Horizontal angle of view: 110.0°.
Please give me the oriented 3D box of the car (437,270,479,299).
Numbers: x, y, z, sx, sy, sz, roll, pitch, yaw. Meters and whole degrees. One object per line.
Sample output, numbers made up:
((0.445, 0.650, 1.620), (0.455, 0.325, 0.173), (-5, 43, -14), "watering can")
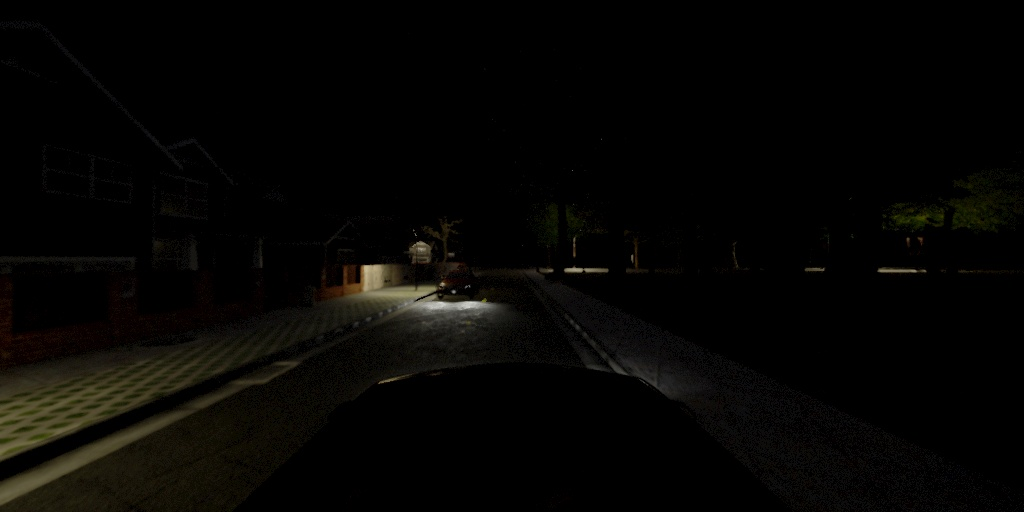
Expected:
((-2.853, 1.521, 19.896), (1.812, 1.442, 4.674), (0, -1, 0), "car")
